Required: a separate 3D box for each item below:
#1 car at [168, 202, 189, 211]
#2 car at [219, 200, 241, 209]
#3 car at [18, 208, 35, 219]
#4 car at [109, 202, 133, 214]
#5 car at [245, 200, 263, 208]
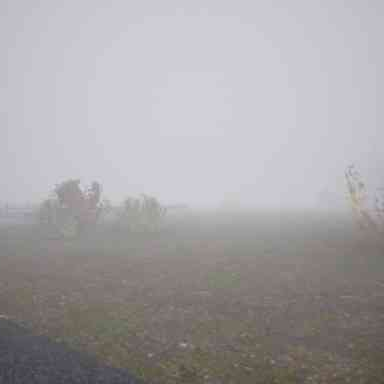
[{"bbox_3d":[-2.485,2.181,50.168,1.895,1.301,4.718,-1,-1,36],"label":"car"},{"bbox_3d":[6.450,2.099,56.386,1.882,1.535,5.008,-1,-1,37],"label":"car"},{"bbox_3d":[-14.476,1.903,33.540,2.033,1.411,5.357,-1,-1,36],"label":"car"},{"bbox_3d":[-8.526,1.972,41.801,1.837,1.490,4.892,-1,-1,36],"label":"car"},{"bbox_3d":[11.895,2.203,63.994,1.882,1.535,5.008,-1,-1,36],"label":"car"}]
